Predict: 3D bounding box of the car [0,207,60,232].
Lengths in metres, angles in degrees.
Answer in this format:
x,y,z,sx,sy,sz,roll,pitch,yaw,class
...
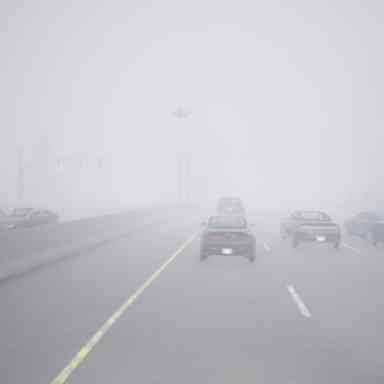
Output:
x,y,z,sx,sy,sz,roll,pitch,yaw,class
-8.777,1.556,17.402,2.128,1.511,4.902,0,0,8,car

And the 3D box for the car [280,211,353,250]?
x,y,z,sx,sy,sz,roll,pitch,yaw,class
5.160,1.582,14.960,2.128,1.511,4.902,0,0,7,car

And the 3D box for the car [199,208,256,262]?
x,y,z,sx,sy,sz,roll,pitch,yaw,class
1.349,1.572,12.537,1.837,1.490,4.892,0,0,7,car

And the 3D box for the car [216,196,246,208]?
x,y,z,sx,sy,sz,roll,pitch,yaw,class
3.142,1.368,26.844,2.150,2.045,5.566,0,0,7,car

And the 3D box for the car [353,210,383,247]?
x,y,z,sx,sy,sz,roll,pitch,yaw,class
8.771,1.583,15.645,1.882,1.535,5.008,0,0,7,car
